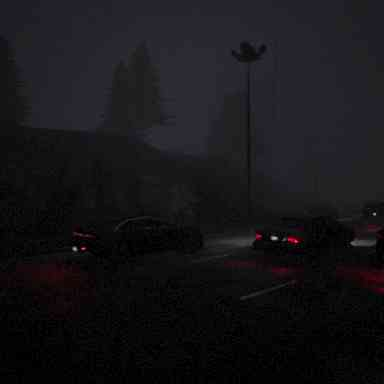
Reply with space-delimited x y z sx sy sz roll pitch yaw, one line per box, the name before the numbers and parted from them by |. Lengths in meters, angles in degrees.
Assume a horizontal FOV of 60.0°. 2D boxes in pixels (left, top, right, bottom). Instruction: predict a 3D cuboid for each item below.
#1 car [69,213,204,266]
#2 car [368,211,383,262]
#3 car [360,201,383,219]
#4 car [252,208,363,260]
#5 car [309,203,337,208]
car | -1.735 1.508 11.681 4.902 1.511 2.128 0 0 -41
car | 7.778 1.478 11.219 1.882 1.535 5.008 0 0 43
car | 15.749 1.511 28.764 1.837 1.490 4.892 0 0 28
car | 4.398 1.555 12.594 2.033 1.411 5.357 0 0 44
car | 9.948 1.538 25.517 1.812 1.442 4.674 0 0 32
